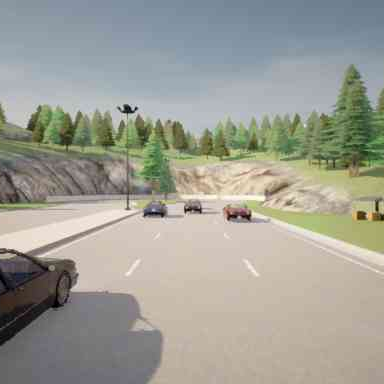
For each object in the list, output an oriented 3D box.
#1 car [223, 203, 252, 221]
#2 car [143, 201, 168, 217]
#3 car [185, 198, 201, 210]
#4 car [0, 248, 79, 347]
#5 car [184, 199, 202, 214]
[{"bbox_3d":[3.606,1.601,27.426,1.895,1.301,4.718,0,0,0],"label":"car"},{"bbox_3d":[-3.392,1.564,31.434,1.994,1.385,4.181,0,0,0],"label":"car"},{"bbox_3d":[0.200,1.564,44.569,1.994,1.385,4.181,0,0,2],"label":"car"},{"bbox_3d":[-3.399,1.547,4.833,2.033,1.411,5.357,0,0,0],"label":"car"},{"bbox_3d":[0.107,1.601,35.808,1.895,1.301,4.718,0,0,0],"label":"car"}]
